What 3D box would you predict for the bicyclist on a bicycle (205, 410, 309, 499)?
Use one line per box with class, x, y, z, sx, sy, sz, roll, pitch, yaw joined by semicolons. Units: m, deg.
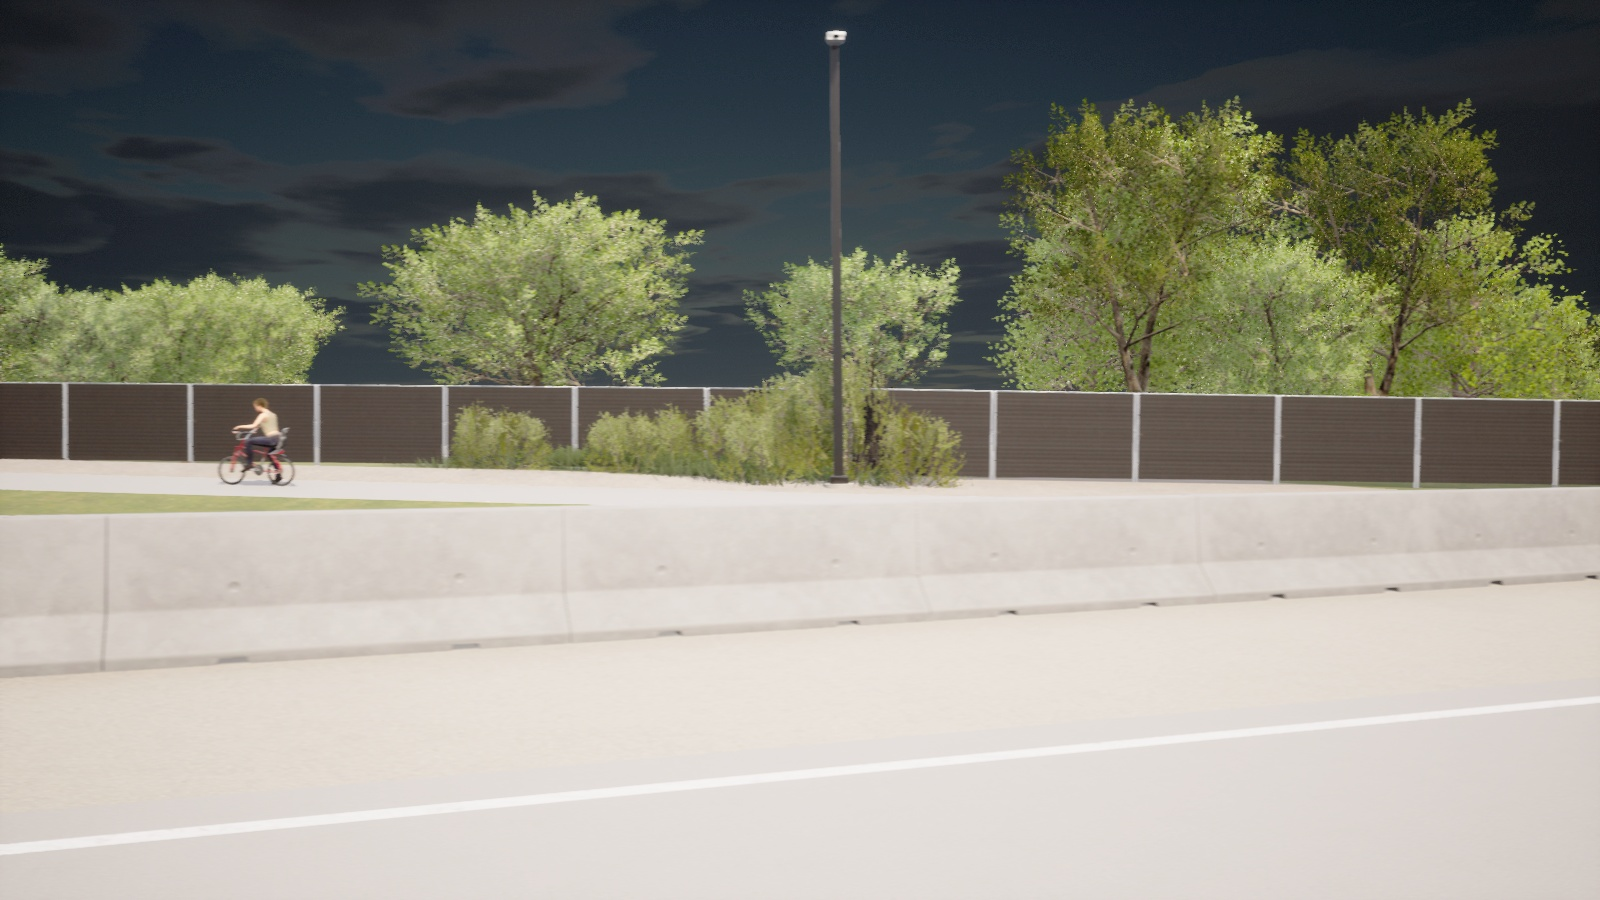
bicyclist on a bicycle;-9.982;0.068;23.120;1.509;1.612;0.866;0;2;6
